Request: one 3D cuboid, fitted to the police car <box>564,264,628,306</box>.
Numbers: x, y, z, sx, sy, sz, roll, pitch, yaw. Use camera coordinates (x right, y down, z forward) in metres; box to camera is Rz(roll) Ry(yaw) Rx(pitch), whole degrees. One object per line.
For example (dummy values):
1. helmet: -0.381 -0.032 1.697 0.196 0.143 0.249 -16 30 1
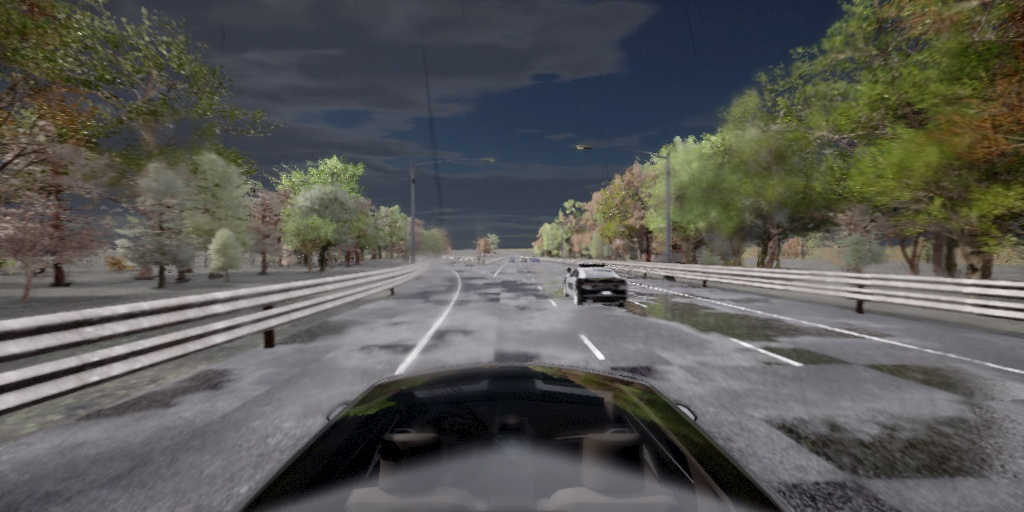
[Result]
1. police car: 3.500 1.171 15.837 1.930 1.638 5.238 0 0 0
